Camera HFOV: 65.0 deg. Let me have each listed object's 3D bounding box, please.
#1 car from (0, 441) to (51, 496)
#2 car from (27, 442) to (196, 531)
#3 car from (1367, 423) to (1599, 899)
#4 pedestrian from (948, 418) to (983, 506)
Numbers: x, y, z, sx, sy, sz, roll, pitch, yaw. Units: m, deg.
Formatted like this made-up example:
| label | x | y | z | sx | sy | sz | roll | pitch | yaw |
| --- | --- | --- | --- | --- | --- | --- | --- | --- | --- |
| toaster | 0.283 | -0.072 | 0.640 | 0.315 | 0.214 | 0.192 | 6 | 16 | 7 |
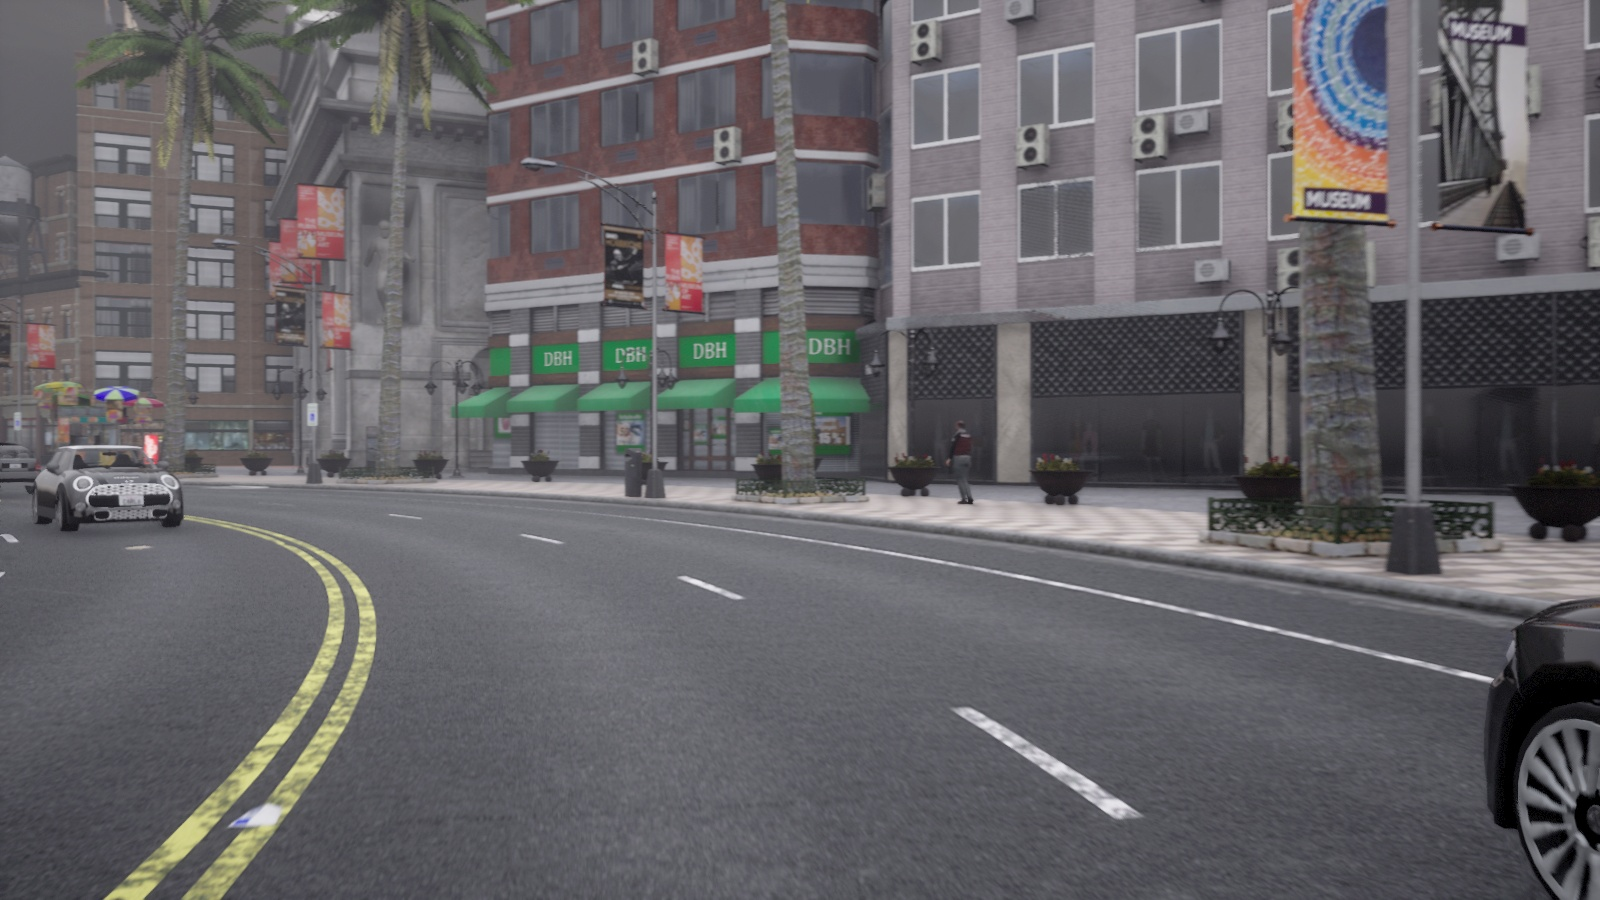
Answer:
| label | x | y | z | sx | sy | sz | roll | pitch | yaw |
| --- | --- | --- | --- | --- | --- | --- | --- | --- | --- |
| car | -24.182 | 0.522 | 37.417 | 3.705 | 1.549 | 1.789 | 0 | 1 | 34 |
| car | -12.507 | 0.587 | 22.709 | 1.970 | 1.475 | 3.806 | 0 | 0 | -40 |
| car | 3.352 | 0.689 | 2.345 | 2.128 | 1.511 | 4.902 | 0 | 0 | -4 |
| pedestrian | 3.525 | 0.251 | 26.836 | 0.376 | 1.854 | 0.720 | 0 | 0 | -31 |
